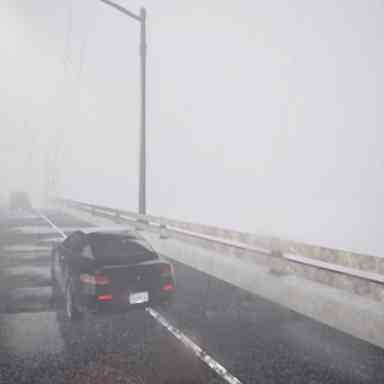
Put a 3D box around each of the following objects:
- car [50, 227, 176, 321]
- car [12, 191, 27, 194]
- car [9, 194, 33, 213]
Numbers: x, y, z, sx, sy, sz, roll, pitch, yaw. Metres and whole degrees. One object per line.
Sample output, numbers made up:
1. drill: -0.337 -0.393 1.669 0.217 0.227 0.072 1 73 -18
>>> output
1. car: -1.932 1.486 7.258 1.812 1.442 4.674 0 0 -29
2. car: -22.194 0.945 42.865 2.150 2.045 5.566 0 0 -27
3. car: -17.401 1.281 33.843 1.837 1.490 4.892 0 0 -28
